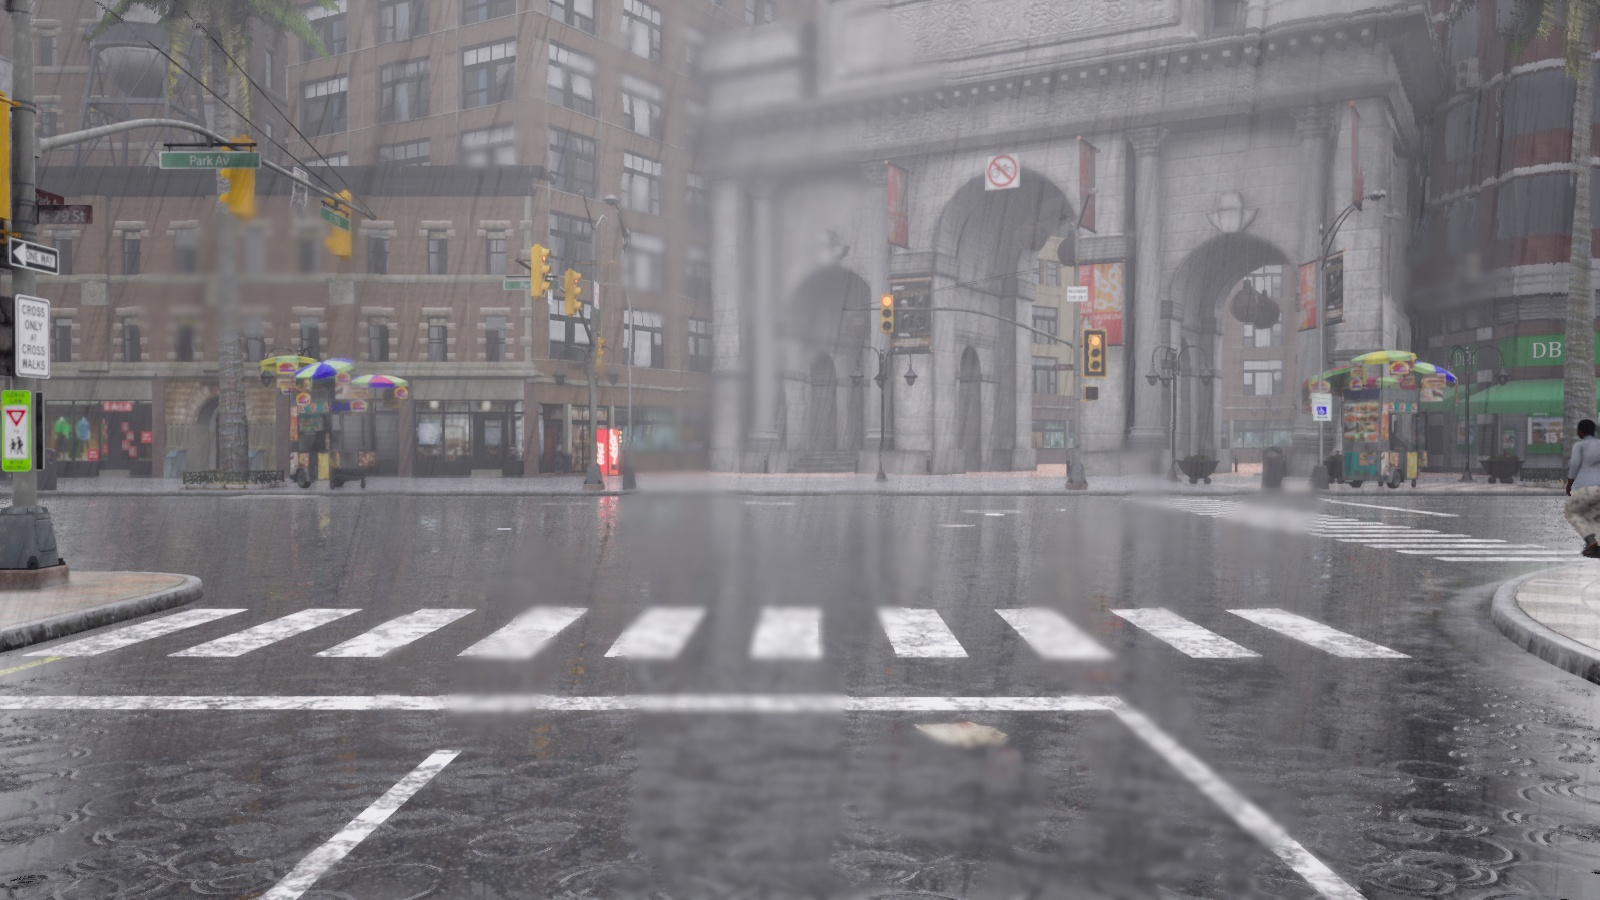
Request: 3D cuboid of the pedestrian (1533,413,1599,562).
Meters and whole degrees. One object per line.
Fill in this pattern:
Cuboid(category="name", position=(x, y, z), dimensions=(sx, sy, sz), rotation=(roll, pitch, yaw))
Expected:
Cuboid(category="pedestrian", position=(10.118, 0.470, 16.119), dimensions=(0.874, 1.855, 0.900), rotation=(0, 0, -4))
